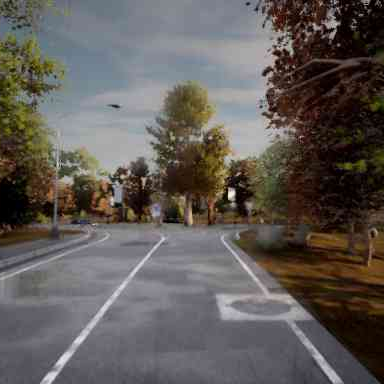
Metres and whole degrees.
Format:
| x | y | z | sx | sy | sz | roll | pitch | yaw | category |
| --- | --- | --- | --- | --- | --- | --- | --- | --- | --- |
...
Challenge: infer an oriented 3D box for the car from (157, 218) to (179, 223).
| x | y | z | sx | sy | sz | roll | pitch | yaw | category |
| --- | --- | --- | --- | --- | --- | --- | --- | --- | --- |
| -5.146 | 5.896 | 68.264 | 4.718 | 1.301 | 1.895 | 1 | -5 | -5 | car |

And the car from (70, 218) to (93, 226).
| x | y | z | sx | sy | sz | roll | pitch | yaw | category |
| --- | --- | --- | --- | --- | --- | --- | --- | --- | --- |
| -18.810 | 5.051 | 56.656 | 1.994 | 1.385 | 4.181 | -2 | -5 | 18 | car |
